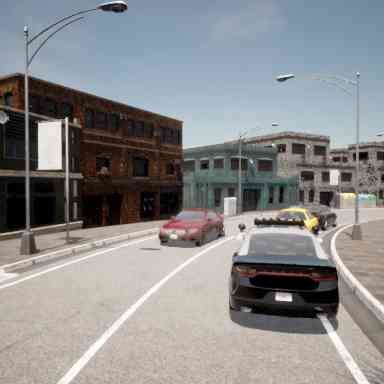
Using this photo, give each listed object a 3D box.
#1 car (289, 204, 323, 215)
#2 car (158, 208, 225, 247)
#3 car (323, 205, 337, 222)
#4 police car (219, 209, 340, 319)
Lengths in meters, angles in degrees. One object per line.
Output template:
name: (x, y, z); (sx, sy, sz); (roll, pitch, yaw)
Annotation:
car: (5.186, 1.471, 16.548); (1.801, 1.575, 5.366); (1, 0, 26)
car: (0.166, 1.505, 15.317); (1.812, 1.442, 4.674); (0, 0, 23)
car: (7.923, 1.536, 21.222); (1.837, 1.490, 4.892); (1, 0, 34)
police car: (2.003, 1.428, 7.694); (1.930, 1.638, 5.238); (0, 0, 13)
